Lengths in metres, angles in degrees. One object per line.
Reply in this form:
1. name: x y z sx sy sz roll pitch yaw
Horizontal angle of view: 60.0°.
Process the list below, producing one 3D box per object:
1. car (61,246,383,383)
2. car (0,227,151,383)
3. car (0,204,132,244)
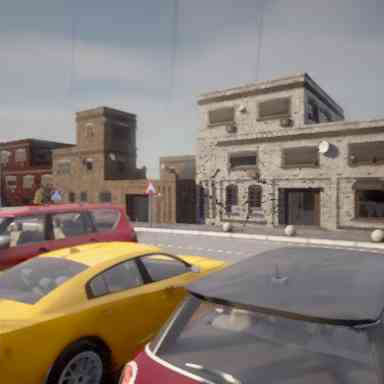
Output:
1. car: 1.380 1.356 3.374 2.185 1.767 4.553 -1 0 35
2. car: -1.102 1.520 5.118 2.097 1.535 5.008 -1 0 35
3. car: -3.521 1.306 6.756 2.435 2.045 5.566 -1 -1 35
